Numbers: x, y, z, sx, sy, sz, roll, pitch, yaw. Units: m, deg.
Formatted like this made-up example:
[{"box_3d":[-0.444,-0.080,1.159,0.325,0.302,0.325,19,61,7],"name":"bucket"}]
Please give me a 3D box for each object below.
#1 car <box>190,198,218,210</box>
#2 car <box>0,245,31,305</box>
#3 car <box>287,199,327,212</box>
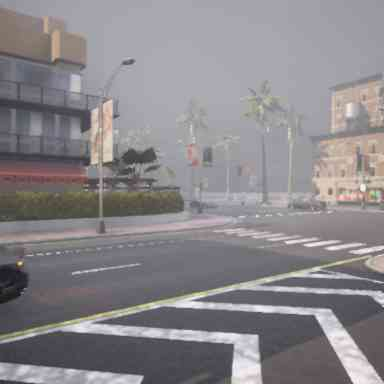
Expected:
[{"box_3d":[1.559,1.566,44.820,1.812,1.442,4.674,0,1,-35],"name":"car"},{"box_3d":[-5.435,1.505,5.586,4.892,1.490,1.837,1,0,-35],"name":"car"},{"box_3d":[13.704,1.541,39.935,2.128,1.511,4.902,0,0,-34],"name":"car"}]
